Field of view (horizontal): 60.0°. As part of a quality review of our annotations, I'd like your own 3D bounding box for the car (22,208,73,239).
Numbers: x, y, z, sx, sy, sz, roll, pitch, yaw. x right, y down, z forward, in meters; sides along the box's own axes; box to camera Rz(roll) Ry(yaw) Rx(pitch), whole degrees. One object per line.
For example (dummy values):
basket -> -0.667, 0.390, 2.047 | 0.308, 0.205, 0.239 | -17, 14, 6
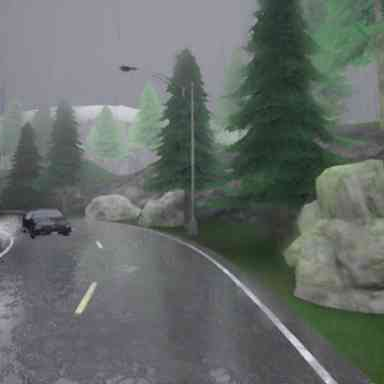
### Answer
car -> -7.961, 1.586, 17.984 | 2.033, 1.411, 5.357 | 0, 0, -33
